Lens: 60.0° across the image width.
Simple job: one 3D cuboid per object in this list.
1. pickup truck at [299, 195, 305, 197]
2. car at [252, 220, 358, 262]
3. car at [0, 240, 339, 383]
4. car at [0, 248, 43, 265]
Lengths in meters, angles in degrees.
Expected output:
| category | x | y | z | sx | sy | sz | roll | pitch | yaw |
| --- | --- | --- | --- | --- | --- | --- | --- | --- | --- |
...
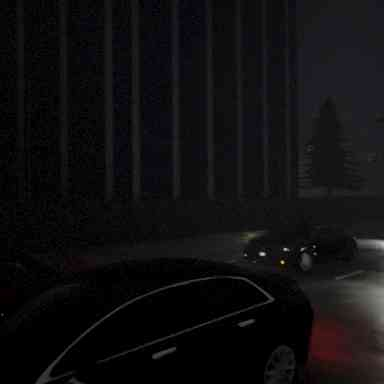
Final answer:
| category | x | y | z | sx | sy | sz | roll | pitch | yaw |
| --- | --- | --- | --- | --- | --- | --- | --- | --- | --- |
| pickup truck | 24.240 | 1.756 | 76.020 | 2.390 | 2.098 | 6.274 | 0 | -1 | -7 |
| car | 3.691 | 1.667 | 11.087 | 4.181 | 1.385 | 1.994 | 0 | -1 | -37 |
| car | -0.698 | 1.556 | 3.480 | 4.892 | 1.490 | 1.837 | 0 | -1 | -37 |
| car | -3.815 | 1.706 | 5.524 | 4.718 | 1.301 | 1.895 | 0 | -1 | -36 |
